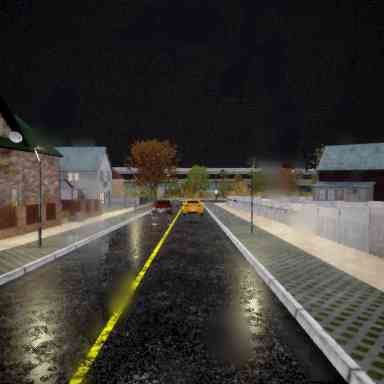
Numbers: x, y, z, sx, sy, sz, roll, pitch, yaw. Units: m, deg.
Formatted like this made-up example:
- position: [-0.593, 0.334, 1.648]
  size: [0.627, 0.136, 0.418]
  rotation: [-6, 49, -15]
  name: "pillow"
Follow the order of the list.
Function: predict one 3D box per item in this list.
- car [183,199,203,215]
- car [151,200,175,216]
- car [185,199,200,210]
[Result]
- position: [0.098, 1.471, 33.239]
  size: [1.882, 1.535, 5.008]
  rotation: [0, 0, 0]
  name: "car"
- position: [-2.817, 1.518, 32.748]
  size: [1.812, 1.442, 4.674]
  rotation: [0, 0, 0]
  name: "car"
- position: [0.096, 1.602, 43.786]
  size: [1.895, 1.301, 4.718]
  rotation: [0, 0, 1]
  name: "car"
